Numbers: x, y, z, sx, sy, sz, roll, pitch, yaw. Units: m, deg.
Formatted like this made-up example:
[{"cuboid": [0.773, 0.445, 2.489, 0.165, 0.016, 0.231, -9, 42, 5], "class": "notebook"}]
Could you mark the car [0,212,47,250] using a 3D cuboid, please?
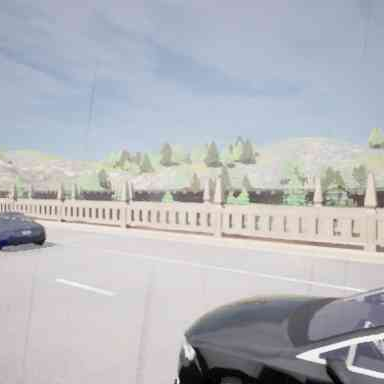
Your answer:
[{"cuboid": [-8.009, 1.531, 14.011, 4.181, 1.385, 1.994, 0, 0, 36], "class": "car"}]

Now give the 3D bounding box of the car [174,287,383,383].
[{"cuboid": [2.084, 1.493, 2.509, 4.902, 1.511, 2.128, 0, 0, 35], "class": "car"}]
